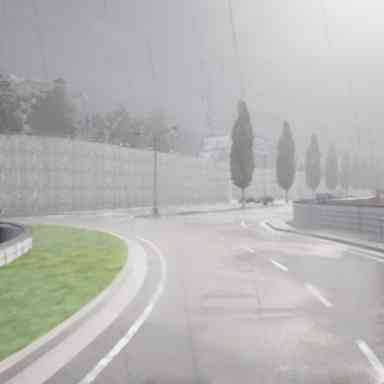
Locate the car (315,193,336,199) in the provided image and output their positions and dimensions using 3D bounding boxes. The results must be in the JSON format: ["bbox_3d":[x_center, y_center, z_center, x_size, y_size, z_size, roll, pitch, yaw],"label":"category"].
[{"bbox_3d":[21.438,1.164,53.493,2.150,2.045,5.566,-1,0,36],"label":"car"}]

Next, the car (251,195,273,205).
[{"bbox_3d":[13.452,1.395,62.061,2.097,1.767,4.553,-1,0,36],"label":"car"}]

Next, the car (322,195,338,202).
[{"bbox_3d":[28.994,1.272,69.809,1.895,1.301,4.718,-1,0,36],"label":"car"}]

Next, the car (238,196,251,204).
[{"bbox_3d":[10.607,1.571,64.097,1.837,1.490,4.892,-1,0,36],"label":"car"}]

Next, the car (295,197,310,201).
[{"bbox_3d":[18.760,1.542,55.757,1.994,1.385,4.181,-1,0,36],"label":"car"}]

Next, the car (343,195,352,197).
[{"bbox_3d":[31.805,1.193,67.724,1.994,1.385,4.181,-1,0,36],"label":"car"}]
